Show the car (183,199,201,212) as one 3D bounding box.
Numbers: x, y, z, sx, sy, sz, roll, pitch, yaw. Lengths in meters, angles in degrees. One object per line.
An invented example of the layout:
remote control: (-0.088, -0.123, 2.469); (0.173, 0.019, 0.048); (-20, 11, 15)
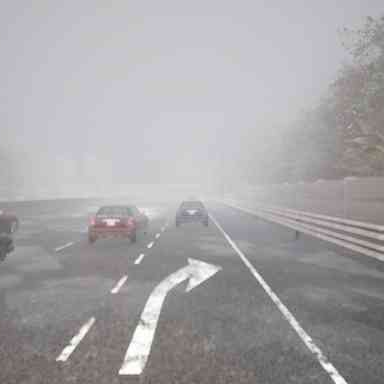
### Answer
car: (-0.007, 1.549, 39.842); (2.033, 1.411, 5.357); (0, 0, 0)

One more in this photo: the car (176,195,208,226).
car: (-0.003, 1.340, 23.133); (2.097, 1.767, 4.553); (0, 0, 0)

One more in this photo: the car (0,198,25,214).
car: (-10.402, 1.341, 16.103); (2.097, 1.767, 4.553); (0, 0, 0)

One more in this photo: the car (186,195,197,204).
car: (-0.009, 1.402, 65.785); (2.097, 1.767, 4.553); (0, 0, 0)

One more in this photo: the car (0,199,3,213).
car: (-21.090, 1.499, 32.952); (1.837, 1.490, 4.892); (0, 0, 0)

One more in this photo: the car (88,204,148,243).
car: (-3.403, 1.341, 16.102); (2.097, 1.767, 4.553); (0, 0, 0)

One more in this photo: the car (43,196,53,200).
car: (-28.009, 1.472, 66.340); (1.882, 1.535, 5.008); (0, 0, 0)

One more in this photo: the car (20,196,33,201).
car: (-31.508, 1.552, 62.433); (1.812, 1.442, 4.674); (0, 0, 0)

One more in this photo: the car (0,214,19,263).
car: (-6.901, 1.540, 8.813); (2.033, 1.411, 5.357); (0, 0, 0)

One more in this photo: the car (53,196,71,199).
car: (-24.509, 1.617, 64.201); (1.895, 1.301, 4.718); (0, 0, 0)
